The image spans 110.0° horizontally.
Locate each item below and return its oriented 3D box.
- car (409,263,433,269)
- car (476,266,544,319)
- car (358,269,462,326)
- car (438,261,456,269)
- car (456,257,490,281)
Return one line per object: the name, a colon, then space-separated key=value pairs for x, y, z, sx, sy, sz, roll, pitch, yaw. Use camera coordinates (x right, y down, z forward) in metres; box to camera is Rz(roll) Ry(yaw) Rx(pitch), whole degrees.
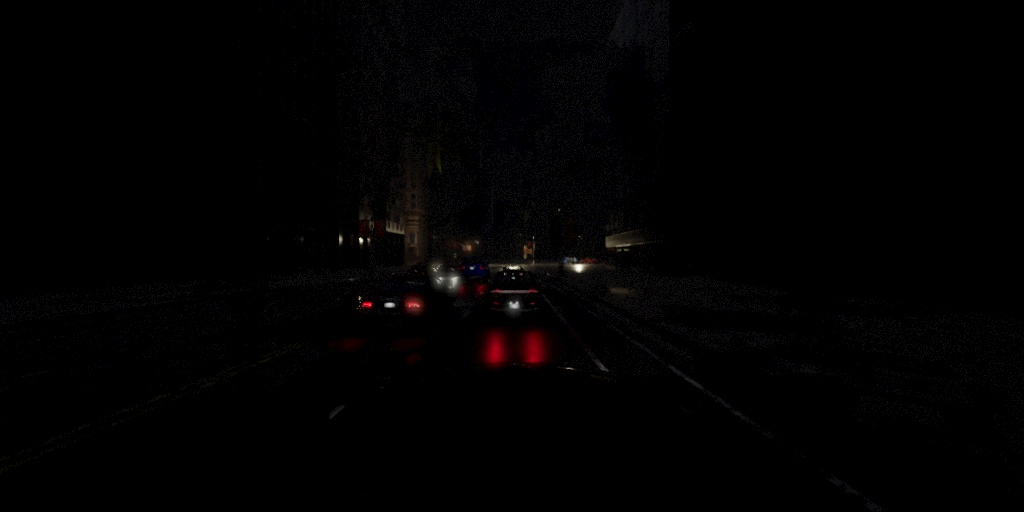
car: x=-9.827 y=1.436 z=38.781 sx=1.994 sy=1.385 sz=4.181 roll=0 pitch=0 yaw=0
car: x=0.090 y=1.279 z=13.054 sx=2.128 sy=1.511 sz=4.902 roll=0 pitch=0 yaw=0
car: x=-3.161 y=1.330 z=11.802 sx=2.033 sy=1.411 sz=5.357 roll=0 pitch=0 yaw=0
car: x=-6.579 y=1.348 z=38.210 sx=1.882 sy=1.535 sz=5.008 roll=0 pitch=0 yaw=0
car: x=-3.142 y=1.067 z=30.919 sx=2.150 sy=2.045 sz=5.566 roll=0 pitch=0 yaw=0
